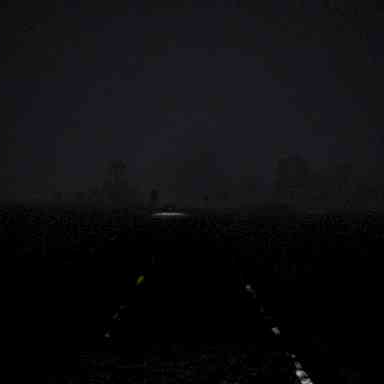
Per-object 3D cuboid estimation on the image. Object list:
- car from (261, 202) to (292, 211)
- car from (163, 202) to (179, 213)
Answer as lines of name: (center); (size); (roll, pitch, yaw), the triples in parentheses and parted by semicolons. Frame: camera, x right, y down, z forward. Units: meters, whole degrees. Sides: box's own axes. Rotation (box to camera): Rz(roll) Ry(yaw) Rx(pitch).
car: (13.920, 2.339, 54.759); (4.902, 1.511, 2.128); (1, 0, 0)
car: (-2.742, 2.013, 44.007); (1.994, 1.385, 4.181); (0, -1, 0)
